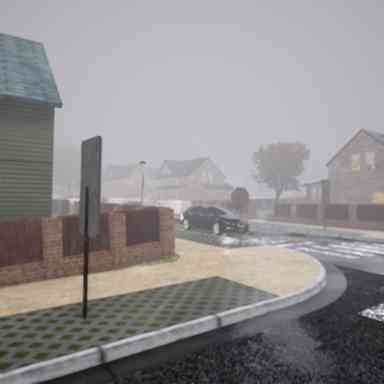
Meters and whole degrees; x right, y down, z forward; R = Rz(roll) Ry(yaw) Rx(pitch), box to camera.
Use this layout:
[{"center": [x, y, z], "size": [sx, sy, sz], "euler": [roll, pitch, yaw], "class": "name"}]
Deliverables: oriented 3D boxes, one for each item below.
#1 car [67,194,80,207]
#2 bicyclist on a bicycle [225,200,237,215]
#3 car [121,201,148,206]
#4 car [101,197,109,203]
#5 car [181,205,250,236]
[{"center": [-18.506, 1.376, 53.377], "size": [2.150, 2.045, 5.566], "euler": [2, -1, -34], "class": "car"}, {"center": [2.997, 1.480, 26.571], "size": [1.656, 1.620, 0.582], "euler": [1, -1, -34], "class": "bicyclist on a bicycle"}, {"center": [-4.603, 1.528, 27.405], "size": [2.128, 1.511, 4.902], "euler": [2, -1, -34], "class": "car"}, {"center": [-12.760, 1.497, 44.847], "size": [2.097, 1.767, 4.553], "euler": [2, -1, -33], "class": "car"}, {"center": [1.177, 1.517, 18.743], "size": [1.837, 1.490, 4.892], "euler": [2, -1, -34], "class": "car"}]
